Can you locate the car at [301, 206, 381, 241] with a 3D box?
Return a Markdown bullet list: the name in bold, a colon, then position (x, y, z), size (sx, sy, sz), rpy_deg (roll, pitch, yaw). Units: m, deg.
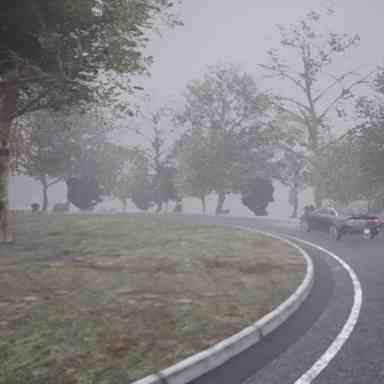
- **car**: position (7.029, 1.414, 16.301), size (2.128, 1.511, 4.902), rpy_deg (0, 0, -6)
